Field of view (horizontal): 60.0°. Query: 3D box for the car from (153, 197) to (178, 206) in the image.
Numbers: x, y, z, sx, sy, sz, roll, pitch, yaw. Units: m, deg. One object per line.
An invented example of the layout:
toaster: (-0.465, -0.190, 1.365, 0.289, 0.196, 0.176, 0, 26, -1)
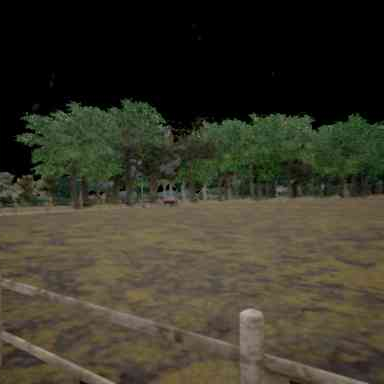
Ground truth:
car: (-5.001, 1.668, 62.103, 4.553, 1.767, 2.097, -1, -2, -38)
